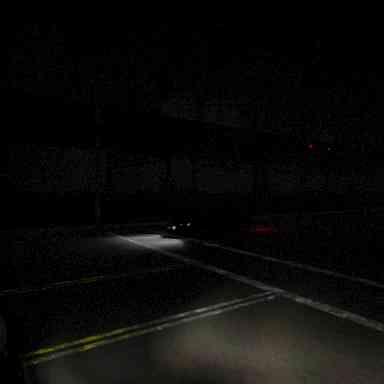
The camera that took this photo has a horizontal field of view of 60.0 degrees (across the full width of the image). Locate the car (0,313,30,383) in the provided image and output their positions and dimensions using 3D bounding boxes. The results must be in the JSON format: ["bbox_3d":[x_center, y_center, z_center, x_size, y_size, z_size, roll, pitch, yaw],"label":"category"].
[{"bbox_3d":[-3.640,1.221,1.180,5.566,2.045,2.150,0,0,-35],"label":"car"}]

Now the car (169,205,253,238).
[{"bbox_3d":[1.088,1.505,17.668,4.892,1.490,1.837,0,0,-36],"label":"car"}]
